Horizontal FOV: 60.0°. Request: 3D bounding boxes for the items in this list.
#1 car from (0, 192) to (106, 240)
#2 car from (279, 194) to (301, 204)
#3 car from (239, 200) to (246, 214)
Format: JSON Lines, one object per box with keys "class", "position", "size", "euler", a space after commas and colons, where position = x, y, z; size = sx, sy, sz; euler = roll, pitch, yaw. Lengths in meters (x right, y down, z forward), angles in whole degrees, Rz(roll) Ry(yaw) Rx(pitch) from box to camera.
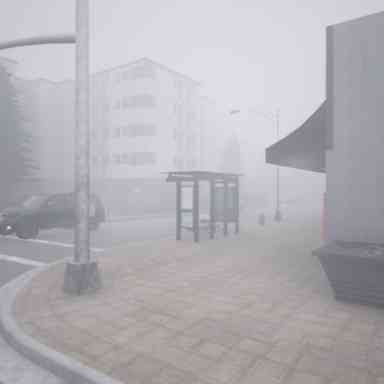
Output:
{"class": "car", "position": [-6.849, 1.030, 16.348], "size": [2.150, 2.045, 5.566], "euler": [0, 0, 36]}
{"class": "car", "position": [12.805, 1.027, 43.546], "size": [1.837, 1.490, 4.892], "euler": [0, 0, 36]}
{"class": "car", "position": [3.342, 1.334, 30.528], "size": [1.812, 1.442, 4.674], "euler": [0, 0, 36]}
